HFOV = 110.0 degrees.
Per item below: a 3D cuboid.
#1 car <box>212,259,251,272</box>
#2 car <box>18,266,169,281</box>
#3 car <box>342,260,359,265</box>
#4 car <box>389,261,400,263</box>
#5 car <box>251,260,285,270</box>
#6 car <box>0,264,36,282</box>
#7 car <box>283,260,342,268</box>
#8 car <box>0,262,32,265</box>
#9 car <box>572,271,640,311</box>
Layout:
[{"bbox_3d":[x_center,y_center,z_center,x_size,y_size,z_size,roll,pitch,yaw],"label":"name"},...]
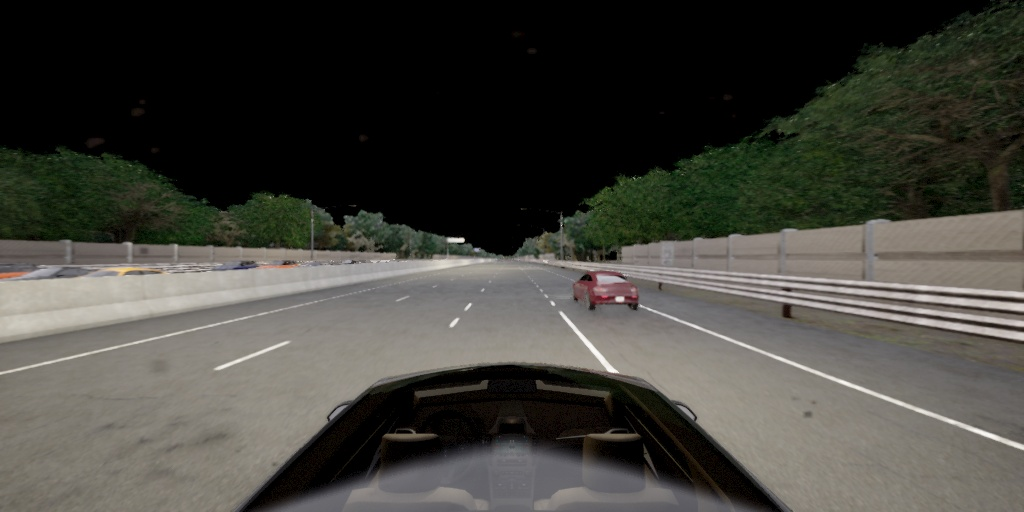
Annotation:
[{"bbox_3d":[-28.100,1.217,36.640,2.097,1.767,4.553,0,0,0],"label":"car"},{"bbox_3d":[-17.600,1.276,16.044,1.882,1.535,5.008,0,0,0],"label":"car"},{"bbox_3d":[-24.614,1.258,54.010,1.812,1.442,4.674,0,0,0],"label":"car"},{"bbox_3d":[-17.616,1.456,53.814,1.812,1.442,4.674,0,0,0],"label":"car"},{"bbox_3d":[-24.604,1.220,37.913,2.097,1.767,4.553,0,0,0],"label":"car"},{"bbox_3d":[-24.594,1.335,19.367,1.812,1.442,4.674,0,0,0],"label":"car"},{"bbox_3d":[-17.609,1.341,31.956,2.128,1.511,4.902,0,0,0],"label":"car"},{"bbox_3d":[-28.092,1.161,19.075,2.097,1.767,4.553,0,0,0],"label":"car"},{"bbox_3d":[3.659,1.316,14.565,1.812,1.442,4.674,0,0,-1],"label":"car"}]
